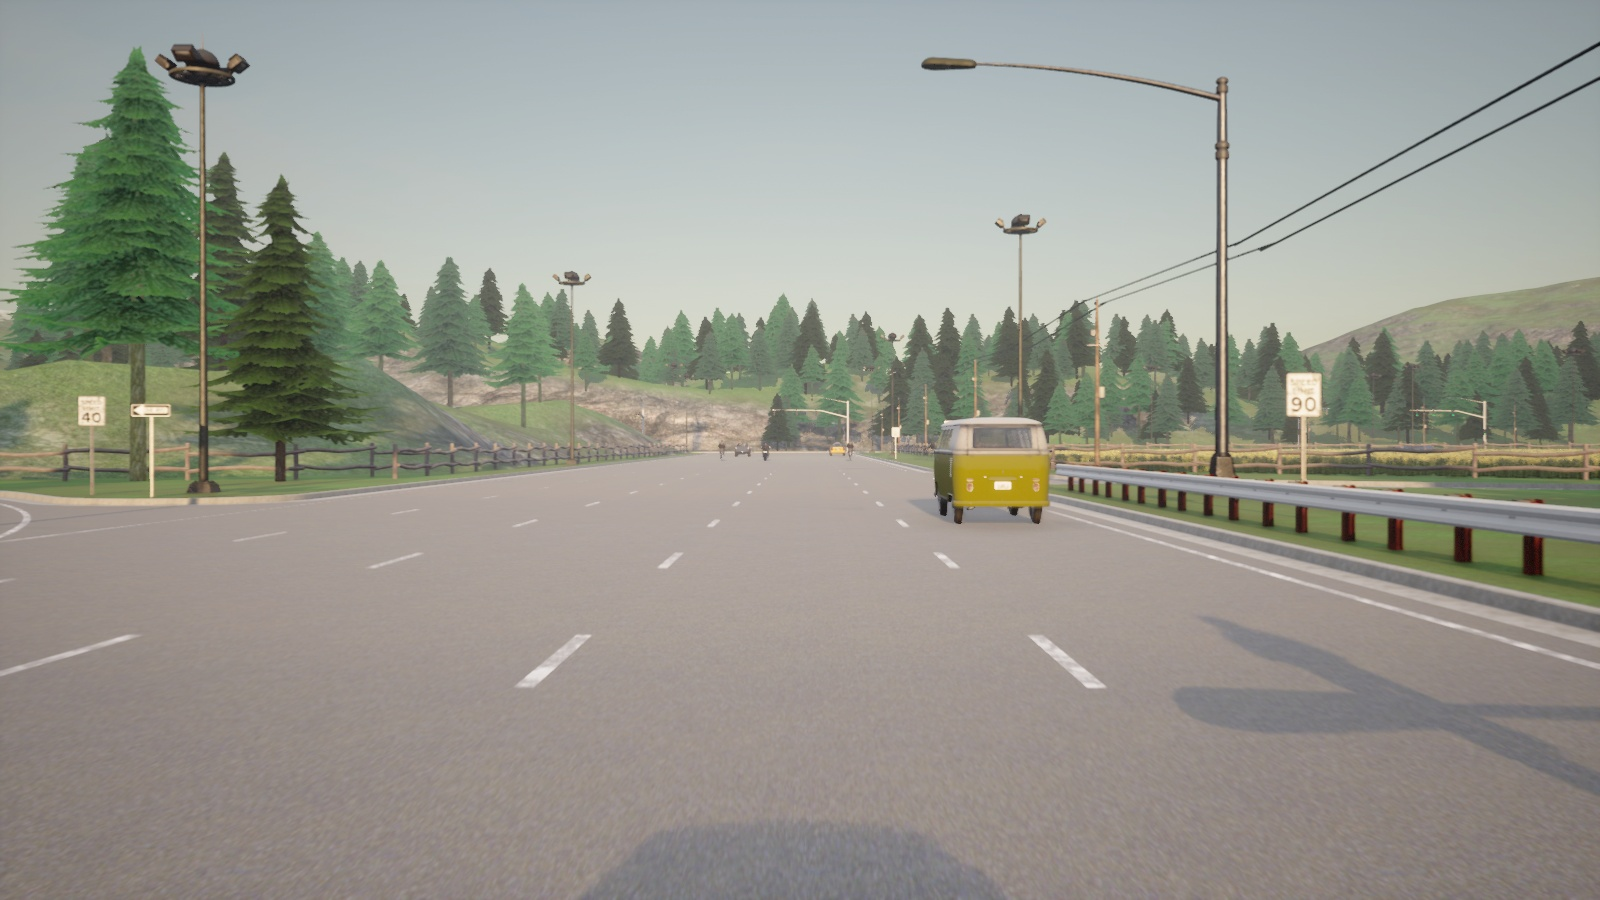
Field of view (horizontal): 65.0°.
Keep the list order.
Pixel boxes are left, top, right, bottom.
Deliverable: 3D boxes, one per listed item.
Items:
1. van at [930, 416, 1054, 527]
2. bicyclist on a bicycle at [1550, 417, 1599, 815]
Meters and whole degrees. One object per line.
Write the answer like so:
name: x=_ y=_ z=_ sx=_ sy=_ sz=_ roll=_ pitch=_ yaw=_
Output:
van: x=3.655 y=0.364 z=24.656 sx=1.775 sy=1.987 sz=4.442 roll=0 pitch=0 yaw=0
bicyclist on a bicycle: x=3.541 y=0.676 z=4.619 sx=0.582 sy=1.620 sz=1.656 roll=0 pitch=0 yaw=0
